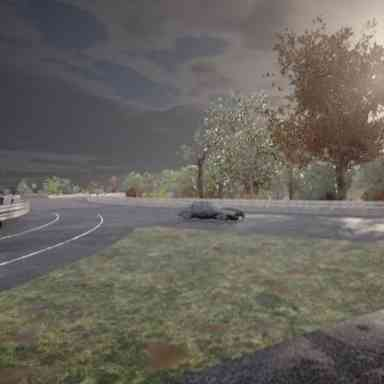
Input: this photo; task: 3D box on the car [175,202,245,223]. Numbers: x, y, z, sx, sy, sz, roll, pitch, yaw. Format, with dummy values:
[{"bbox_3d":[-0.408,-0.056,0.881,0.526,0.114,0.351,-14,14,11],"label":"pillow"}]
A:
[{"bbox_3d":[1.242,1.434,24.910,5.357,1.411,2.033,0,0,37],"label":"car"}]
